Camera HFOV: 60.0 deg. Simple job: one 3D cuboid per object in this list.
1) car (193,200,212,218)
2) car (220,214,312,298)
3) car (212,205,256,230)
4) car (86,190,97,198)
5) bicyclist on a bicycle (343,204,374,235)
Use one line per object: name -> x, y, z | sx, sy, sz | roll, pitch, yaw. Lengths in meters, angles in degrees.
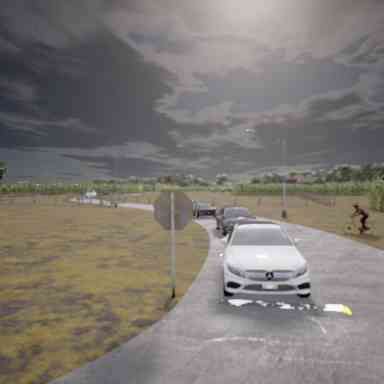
car -> 0.841, 1.566, 31.190 | 1.882, 1.535, 5.008 | -1, 0, -15
car -> 1.756, 1.549, 8.771 | 1.812, 1.442, 4.674 | -1, 0, 6
car -> 2.458, 1.549, 18.868 | 1.837, 1.490, 4.892 | -1, 0, -2
car -> -26.264, 0.569, 86.801 | 2.150, 2.045, 5.566 | -1, 1, -10
bicyclist on a bicycle -> 8.690, 1.446, 17.328 | 1.656, 1.620, 0.582 | 1, 0, 1
